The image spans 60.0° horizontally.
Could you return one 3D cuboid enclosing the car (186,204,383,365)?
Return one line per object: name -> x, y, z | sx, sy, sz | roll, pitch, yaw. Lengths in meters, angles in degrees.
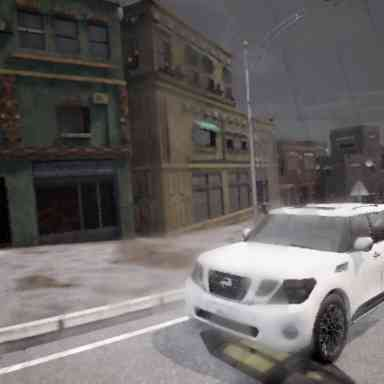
car -> 2.439, 1.266, 6.341 | 5.566, 2.045, 2.150 | 1, -1, -42
